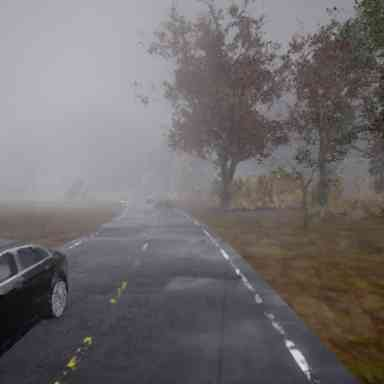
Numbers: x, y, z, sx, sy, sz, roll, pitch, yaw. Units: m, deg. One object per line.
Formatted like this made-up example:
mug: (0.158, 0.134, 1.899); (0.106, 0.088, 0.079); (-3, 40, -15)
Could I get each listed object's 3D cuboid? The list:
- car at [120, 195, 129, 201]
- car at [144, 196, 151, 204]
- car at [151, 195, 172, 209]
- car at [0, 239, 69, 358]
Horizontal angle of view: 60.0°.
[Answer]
car: (-16.731, 1.504, 82.554); (1.837, 1.490, 4.892); (0, 0, -18)
car: (-7.909, 1.461, 63.213); (1.882, 1.535, 5.008); (0, 0, -14)
car: (-3.897, 1.331, 44.182); (2.097, 1.767, 4.553); (0, 0, -10)
car: (-3.213, 1.493, 4.497); (2.128, 1.511, 4.902); (0, 0, -2)
